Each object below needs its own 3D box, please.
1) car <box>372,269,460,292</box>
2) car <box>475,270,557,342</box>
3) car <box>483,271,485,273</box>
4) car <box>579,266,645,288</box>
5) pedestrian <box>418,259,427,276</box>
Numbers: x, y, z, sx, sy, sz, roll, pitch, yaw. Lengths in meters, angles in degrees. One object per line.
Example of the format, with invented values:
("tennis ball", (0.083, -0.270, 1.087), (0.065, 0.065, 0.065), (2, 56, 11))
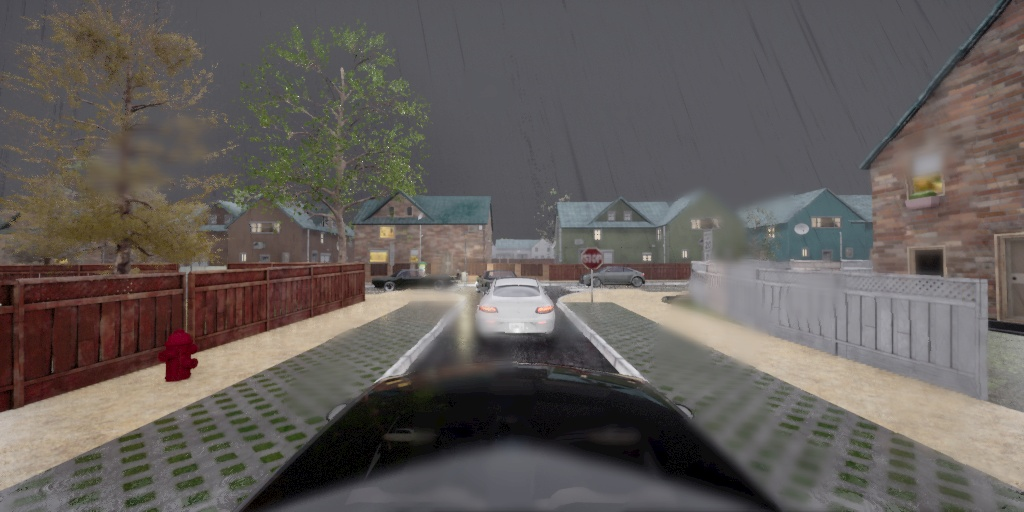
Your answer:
("car", (-5.471, 1.416, 20.876), (4.718, 1.301, 1.895), (-1, -1, 1))
("car", (0.107, 1.279, 9.670), (1.812, 1.442, 4.674), (0, 0, 0))
("car", (-0.747, 1.366, 18.489), (1.895, 1.301, 4.718), (0, -1, -12))
("car", (6.551, 1.344, 23.660), (4.181, 1.385, 1.994), (0, -1, 1))
("pedestrian", (-6.687, 1.119, 26.762), (0.375, 1.860, 0.375), (0, -1, 1))
